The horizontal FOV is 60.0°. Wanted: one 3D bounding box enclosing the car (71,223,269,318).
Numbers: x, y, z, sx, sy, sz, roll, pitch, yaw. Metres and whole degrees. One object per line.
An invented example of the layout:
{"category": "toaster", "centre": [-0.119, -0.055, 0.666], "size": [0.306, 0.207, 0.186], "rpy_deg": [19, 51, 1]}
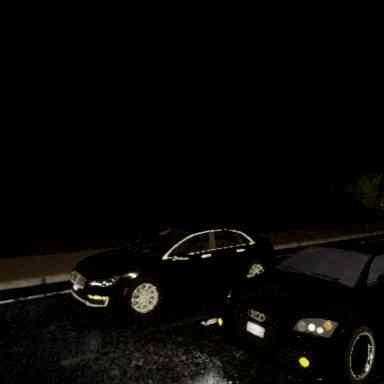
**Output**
{"category": "car", "centre": [-0.166, 1.518, 7.558], "size": [4.892, 1.490, 1.837], "rpy_deg": [0, 0, -35]}

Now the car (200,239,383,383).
{"category": "car", "centre": [2.435, 1.580, 5.420], "size": [4.181, 1.385, 1.994], "rpy_deg": [0, 0, -35]}
